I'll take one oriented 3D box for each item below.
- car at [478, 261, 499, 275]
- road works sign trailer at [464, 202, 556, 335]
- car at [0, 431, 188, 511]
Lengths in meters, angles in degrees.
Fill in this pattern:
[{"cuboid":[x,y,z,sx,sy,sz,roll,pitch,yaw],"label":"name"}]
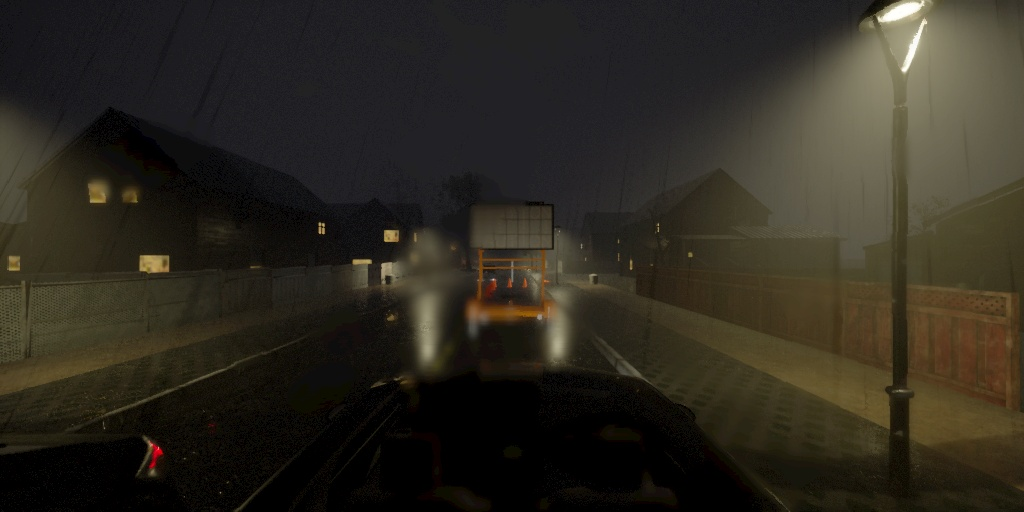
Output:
[{"cuboid":[-2.813,1.483,41.718,1.895,1.301,4.718,0,0,0],"label":"car"},{"cuboid":[0.009,0.220,10.546,2.380,3.560,2.880,0,0,0],"label":"road works sign trailer"},{"cuboid":[-2.850,1.313,0.286,1.994,1.385,4.181,0,0,0],"label":"car"}]
